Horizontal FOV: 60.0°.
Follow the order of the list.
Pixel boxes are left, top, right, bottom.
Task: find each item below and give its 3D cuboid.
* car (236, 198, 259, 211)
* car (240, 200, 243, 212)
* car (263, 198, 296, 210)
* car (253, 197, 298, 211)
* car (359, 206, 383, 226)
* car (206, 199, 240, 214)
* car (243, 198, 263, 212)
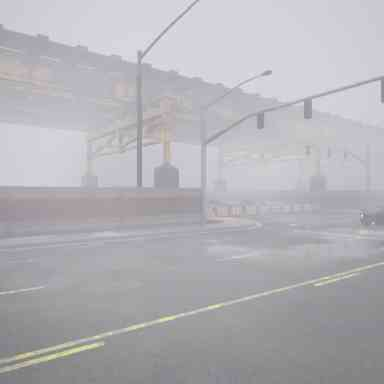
[{"bbox_3d":[6.141,1.295,36.462,1.853,1.218,4.536,0,0,18],"label":"car"},{"bbox_3d":[2.379,1.453,33.729,4.974,1.542,2.038,0,0,8],"label":"car"},{"bbox_3d":[9.985,1.295,40.165,4.536,1.218,1.853,0,0,-7],"label":"car"},{"bbox_3d":[10.036,1.453,40.171,4.974,1.542,2.038,0,0,-7],"label":"car"},{"bbox_3d":[12.985,1.601,21.846,4.718,1.301,1.895,0,0,-35],"label":"car"},{"bbox_3d":[2.327,1.295,33.736,4.536,1.218,1.853,0,0,8],"label":"car"},{"bbox_3d":[6.125,1.453,36.413,2.038,1.542,4.974,0,0,18],"label":"car"}]
